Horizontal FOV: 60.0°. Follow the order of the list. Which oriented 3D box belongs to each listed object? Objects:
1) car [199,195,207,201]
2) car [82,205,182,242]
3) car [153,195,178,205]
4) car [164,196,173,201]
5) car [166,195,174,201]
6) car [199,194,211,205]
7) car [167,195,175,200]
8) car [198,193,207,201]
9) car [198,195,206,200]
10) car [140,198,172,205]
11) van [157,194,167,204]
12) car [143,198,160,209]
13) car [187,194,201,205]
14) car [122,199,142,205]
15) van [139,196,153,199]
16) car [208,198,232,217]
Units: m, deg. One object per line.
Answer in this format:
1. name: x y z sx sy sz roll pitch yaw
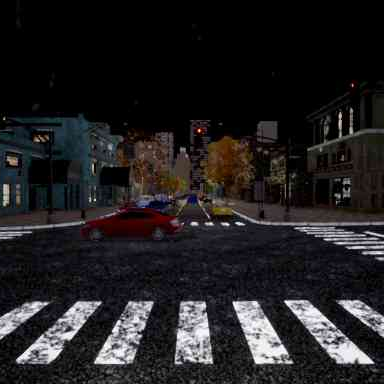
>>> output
1. car: 2.677 1.527 80.323 1.887 1.381 4.507 -1 0 0
2. car: -2.826 1.524 15.899 4.674 1.442 1.812 -1 1 -1
3. car: -3.105 1.484 39.851 2.128 1.511 4.902 0 0 0
4. car: -5.704 1.548 80.322 1.947 1.339 4.313 0 0 0
5. car: -5.705 1.526 85.868 1.887 1.381 4.507 0 0 0
6. car: 2.680 1.539 58.138 2.008 1.369 4.403 -1 0 0
7. car: -5.706 1.561 91.414 1.802 1.307 4.206 0 0 0
8. car: 2.673 1.296 85.870 2.192 1.841 5.009 -1 0 0
9. car: 2.675 1.524 91.416 1.887 1.381 4.507 -1 0 0
10. car: -3.121 1.520 29.660 1.812 1.442 4.674 0 0 0
11. van: -5.703 1.328 63.683 1.690 1.788 3.998 0 0 0
12. car: -5.699 1.535 47.045 1.887 1.381 4.507 0 0 0
13. car: 0.093 1.465 58.741 1.882 1.535 5.008 0 0 0
14. car: -5.696 1.576 30.405 1.802 1.307 4.206 0 0 0
15. van: -5.700 1.333 41.497 1.690 1.788 3.998 0 0 0
16. car: 2.683 1.520 30.577 1.752 1.417 4.829 -1 0 0
